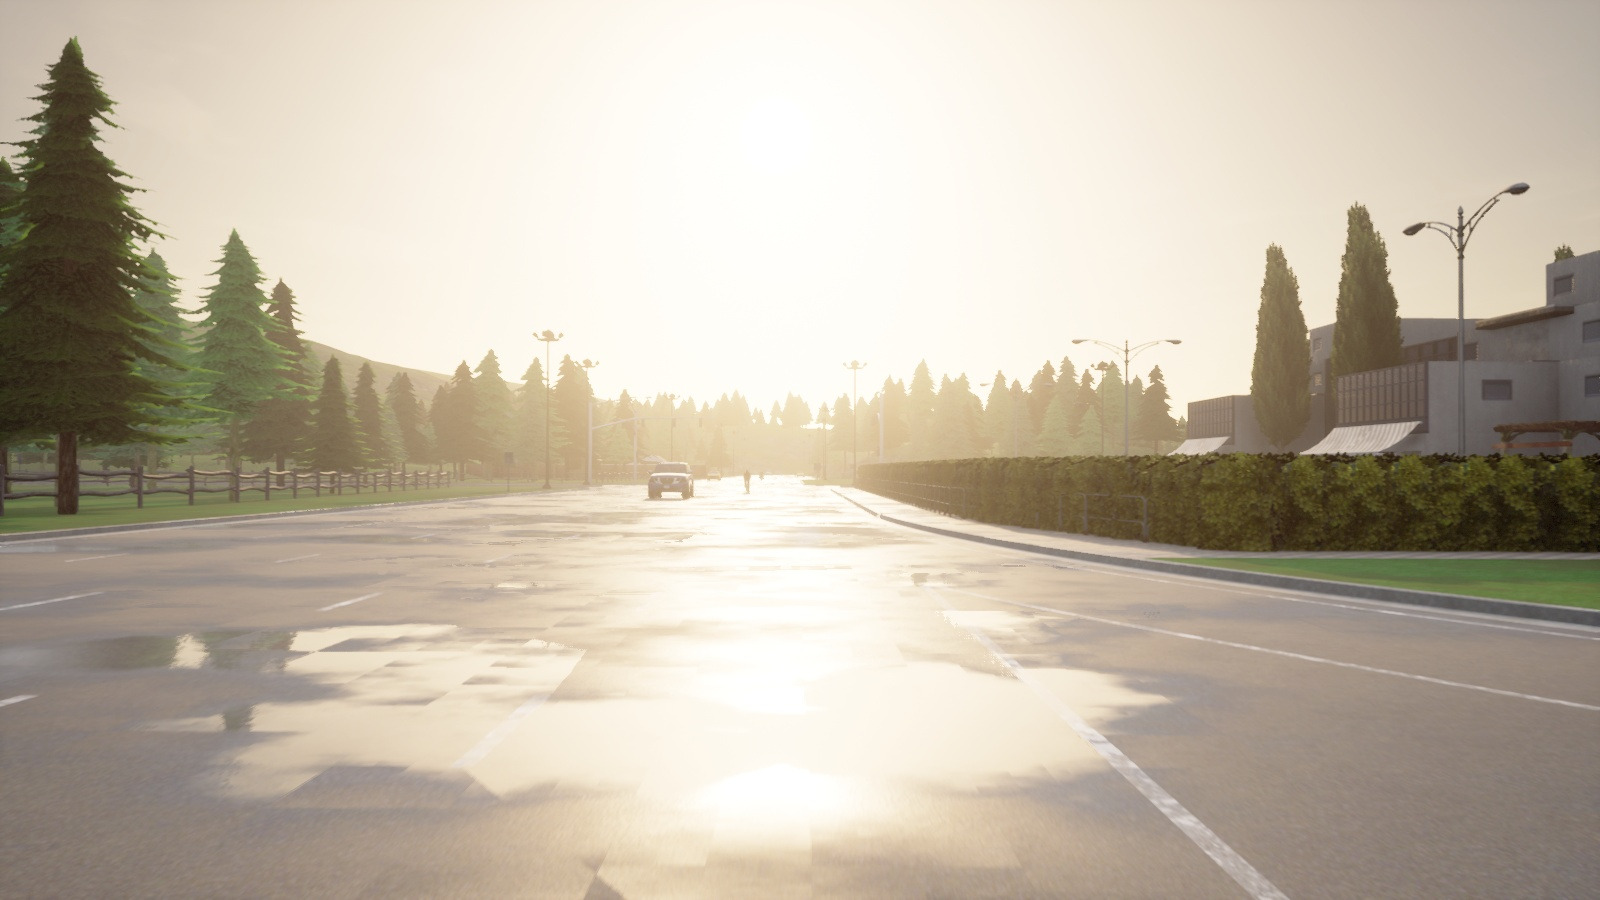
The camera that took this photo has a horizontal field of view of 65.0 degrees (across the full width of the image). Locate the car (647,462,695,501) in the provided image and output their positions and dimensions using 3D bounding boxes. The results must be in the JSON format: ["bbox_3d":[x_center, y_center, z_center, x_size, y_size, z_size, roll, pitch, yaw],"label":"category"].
[{"bbox_3d":[-7.164,1.738,70.245,2.150,2.045,5.566,0,-1,0],"label":"car"}]
